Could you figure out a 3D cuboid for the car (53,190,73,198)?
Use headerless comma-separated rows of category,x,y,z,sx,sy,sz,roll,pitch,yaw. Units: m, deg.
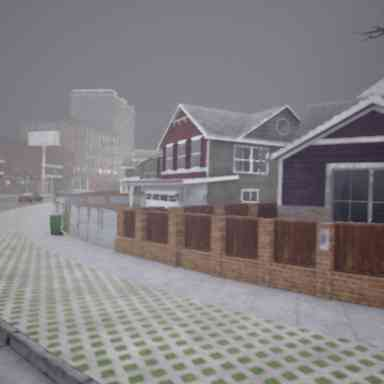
car,-22.838,0.433,59.071,1.837,1.490,4.892,2,2,7

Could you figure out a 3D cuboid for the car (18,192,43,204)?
car,-22.648,0.785,46.763,1.882,1.535,5.008,2,1,-4
